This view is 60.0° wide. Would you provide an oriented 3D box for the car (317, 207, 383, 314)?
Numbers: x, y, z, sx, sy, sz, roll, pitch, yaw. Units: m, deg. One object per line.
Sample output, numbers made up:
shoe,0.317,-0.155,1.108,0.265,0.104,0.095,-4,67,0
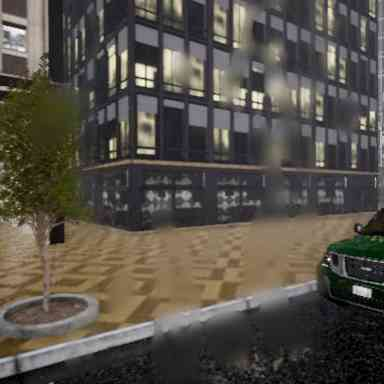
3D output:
car,4.976,1.251,6.931,5.566,2.045,2.150,0,0,-36
